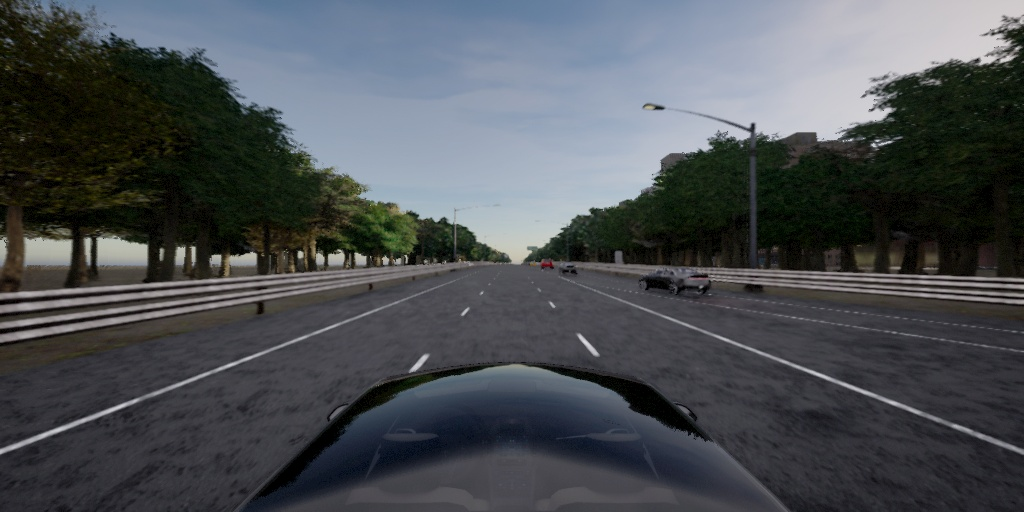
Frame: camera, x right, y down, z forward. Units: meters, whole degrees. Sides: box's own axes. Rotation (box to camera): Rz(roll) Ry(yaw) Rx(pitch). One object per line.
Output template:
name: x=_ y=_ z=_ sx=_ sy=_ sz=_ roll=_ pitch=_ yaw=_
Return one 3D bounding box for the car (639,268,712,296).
car: x=9.323 y=1.418 z=20.946 sx=2.128 sy=1.511 sz=4.902 roll=0 pitch=0 yaw=-12

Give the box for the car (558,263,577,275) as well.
car: x=6.992 y=1.606 z=45.525 sx=1.837 sy=1.490 sz=4.892 roll=0 pitch=0 yaw=0
